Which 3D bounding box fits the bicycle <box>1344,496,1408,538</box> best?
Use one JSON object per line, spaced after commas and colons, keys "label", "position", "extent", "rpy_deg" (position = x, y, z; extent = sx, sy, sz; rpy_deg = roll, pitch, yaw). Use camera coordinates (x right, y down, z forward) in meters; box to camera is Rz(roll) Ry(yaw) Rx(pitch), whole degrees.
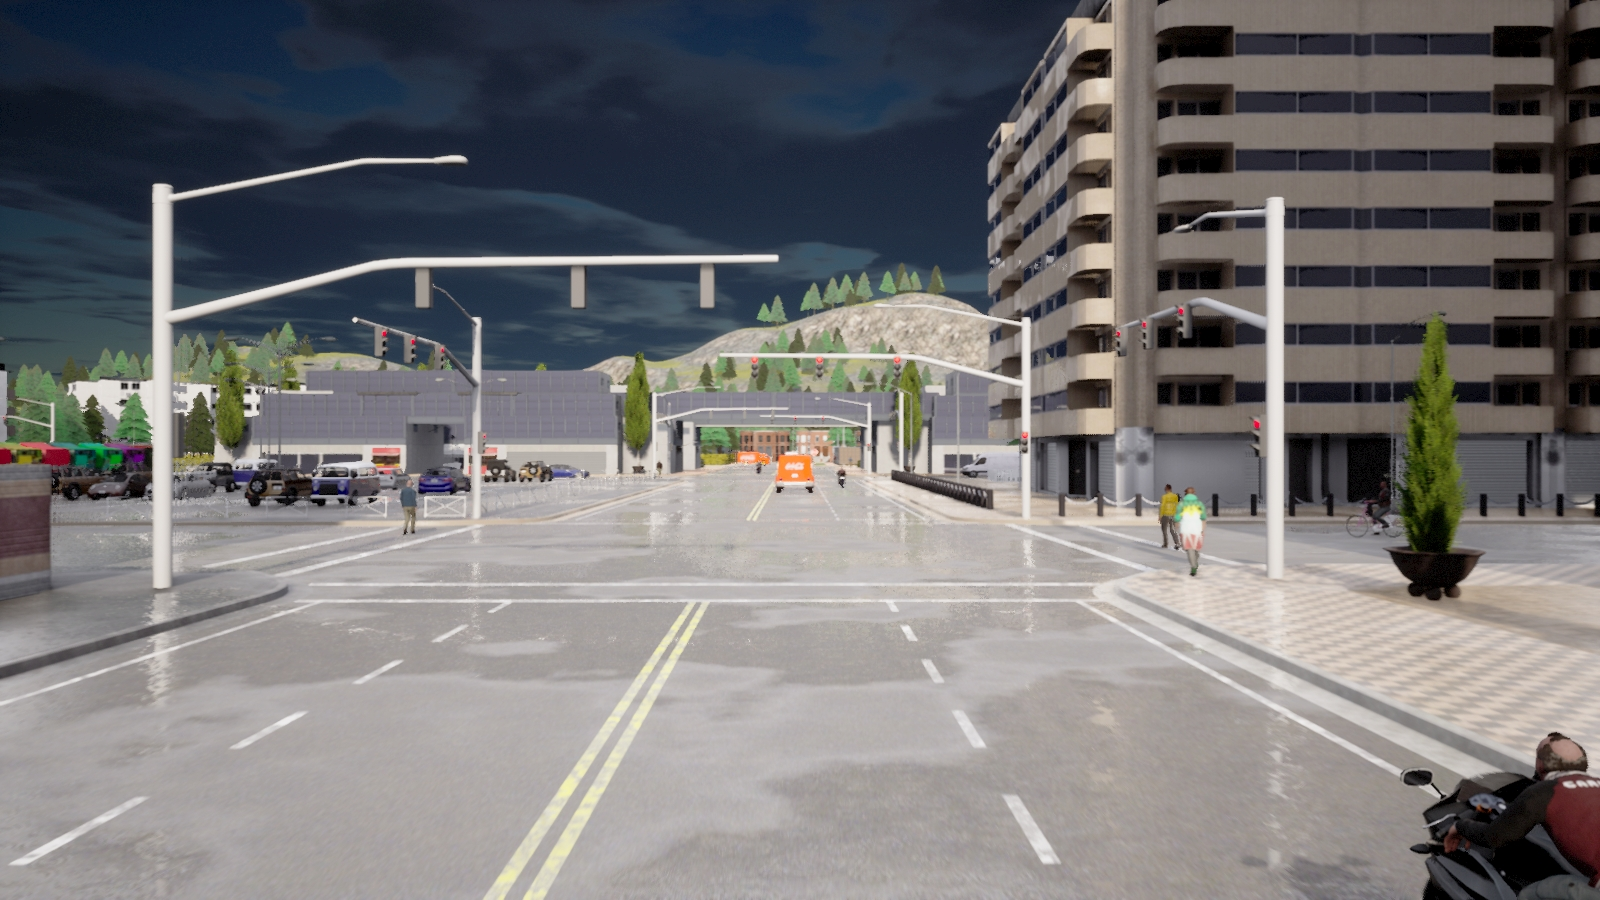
{"label": "bicycle", "position": [18.010, 2.101, 35.760], "extent": [1.835, 1.271, 0.329], "rpy_deg": [0, 0, 0]}

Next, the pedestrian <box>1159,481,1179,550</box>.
{"label": "pedestrian", "position": [10.081, 1.790, 31.239], "extent": [0.375, 1.860, 0.375], "rpy_deg": [0, 0, -13]}

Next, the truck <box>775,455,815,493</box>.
{"label": "truck", "position": [-0.346, 1.559, 77.039], "extent": [2.627, 2.467, 5.204], "rpy_deg": [0, 0, 0]}

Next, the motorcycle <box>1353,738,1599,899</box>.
{"label": "motorcycle", "position": [3.470, 2.204, 5.163], "extent": [0.867, 1.251, 2.209], "rpy_deg": [0, 0, 0]}

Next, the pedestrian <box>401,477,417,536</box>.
{"label": "pedestrian", "position": [-12.479, 1.789, 36.456], "extent": [0.375, 1.860, 0.375], "rpy_deg": [0, 0, 7]}

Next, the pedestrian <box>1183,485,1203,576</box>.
{"label": "pedestrian", "position": [8.193, 1.665, 23.822], "extent": [0.375, 1.860, 0.375], "rpy_deg": [0, 0, 16]}
